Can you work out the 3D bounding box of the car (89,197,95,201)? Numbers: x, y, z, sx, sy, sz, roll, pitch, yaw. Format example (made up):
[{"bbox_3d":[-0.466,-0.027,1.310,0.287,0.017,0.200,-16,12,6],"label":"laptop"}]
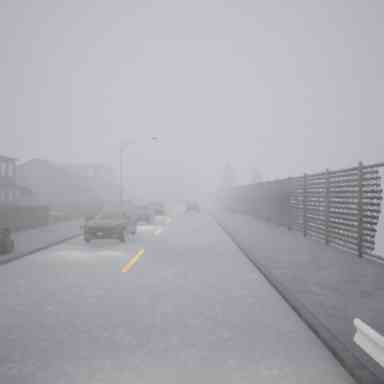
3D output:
[{"bbox_3d":[-17.279,1.560,52.796,3.633,1.501,1.845,0,0,0],"label":"car"}]

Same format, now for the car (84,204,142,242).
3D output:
[{"bbox_3d":[-4.100,1.618,17.361,1.882,1.535,5.008,0,0,0],"label":"car"}]

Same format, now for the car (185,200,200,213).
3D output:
[{"bbox_3d":[0.102,1.891,42.582,2.033,1.411,5.357,0,0,-1],"label":"car"}]

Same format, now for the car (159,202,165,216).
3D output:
[{"bbox_3d":[-4.060,1.850,37.534,2.033,1.411,5.357,0,0,0],"label":"car"}]

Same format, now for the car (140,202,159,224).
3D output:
[{"bbox_3d":[-4.093,1.724,27.079,1.837,1.490,4.892,0,0,0],"label":"car"}]

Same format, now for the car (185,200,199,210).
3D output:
[{"bbox_3d":[-0.002,1.977,53.210,2.033,1.411,5.357,0,0,0],"label":"car"}]
